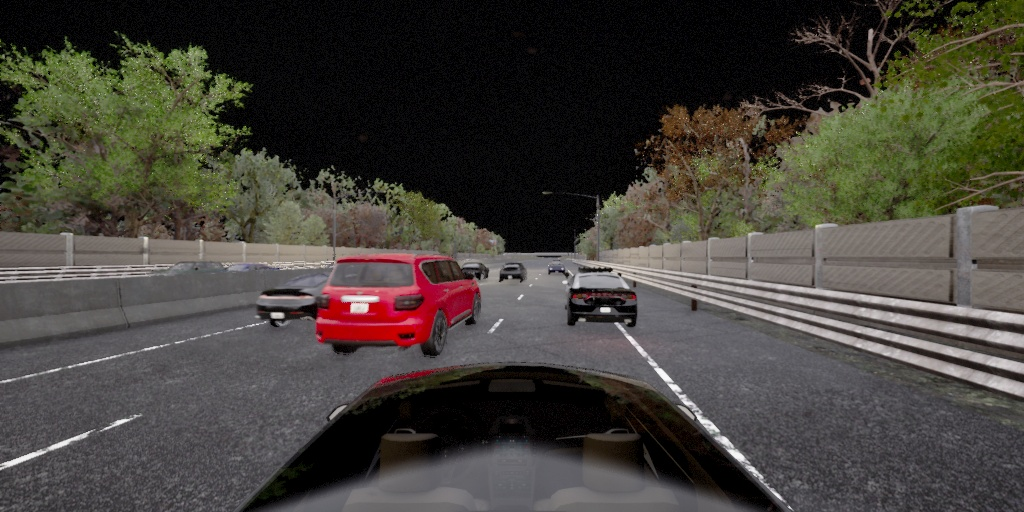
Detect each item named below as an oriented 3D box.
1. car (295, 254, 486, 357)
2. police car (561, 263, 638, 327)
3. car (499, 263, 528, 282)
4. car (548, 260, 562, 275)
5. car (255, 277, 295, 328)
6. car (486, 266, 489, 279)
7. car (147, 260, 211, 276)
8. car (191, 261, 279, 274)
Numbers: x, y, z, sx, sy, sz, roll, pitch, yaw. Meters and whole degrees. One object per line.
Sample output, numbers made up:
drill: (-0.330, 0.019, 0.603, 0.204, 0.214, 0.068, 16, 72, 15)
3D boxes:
car: (-2.301, 0.980, 8.833, 2.150, 2.045, 5.566, 0, 0, 7)
police car: (2.715, 1.186, 11.776, 1.930, 1.638, 5.238, 0, 0, 7)
car: (0.156, 1.291, 28.978, 1.837, 1.490, 4.892, 0, 0, 7)
car: (5.034, 1.402, 40.243, 1.895, 1.301, 4.718, 0, 0, 7)
car: (-5.526, 1.255, 11.314, 2.128, 1.511, 4.902, 0, 0, 7)
car: (-3.191, 1.266, 30.427, 1.882, 1.535, 5.008, 0, 0, 7)
car: (-21.771, 1.135, 24.282, 2.097, 1.767, 4.553, 0, 0, 7)
car: (-18.246, 1.260, 24.310, 1.882, 1.535, 5.008, 0, 0, 7)
